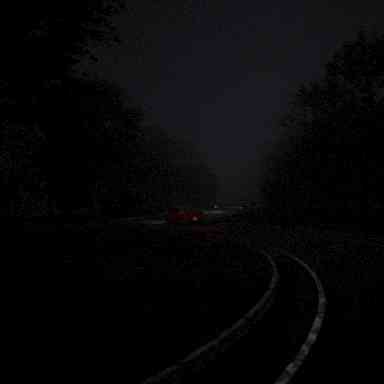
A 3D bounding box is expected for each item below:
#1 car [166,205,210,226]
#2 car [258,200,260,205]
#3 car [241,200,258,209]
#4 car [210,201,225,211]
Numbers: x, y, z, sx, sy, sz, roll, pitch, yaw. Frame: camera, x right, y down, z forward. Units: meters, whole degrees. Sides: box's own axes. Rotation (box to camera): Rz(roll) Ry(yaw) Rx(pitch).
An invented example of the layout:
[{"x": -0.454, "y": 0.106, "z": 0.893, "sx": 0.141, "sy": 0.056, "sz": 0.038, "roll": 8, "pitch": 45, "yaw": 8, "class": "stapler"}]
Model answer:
[{"x": -0.664, "y": 1.890, "z": 27.389, "sx": 1.882, "sy": 1.535, "sz": 5.008, "roll": -2, "pitch": 0, "yaw": -22, "class": "car"}, {"x": 14.922, "y": 2.364, "z": 74.549, "sx": 1.895, "sy": 1.301, "sz": 4.718, "roll": -1, "pitch": -1, "yaw": 20, "class": "car"}, {"x": 10.442, "y": 2.349, "z": 62.089, "sx": 2.033, "sy": 1.411, "sz": 5.357, "roll": -1, "pitch": -1, "yaw": 20, "class": "car"}, {"x": 4.086, "y": 2.271, "z": 55.095, "sx": 1.837, "sy": 1.490, "sz": 4.892, "roll": -1, "pitch": -1, "yaw": 20, "class": "car"}]
